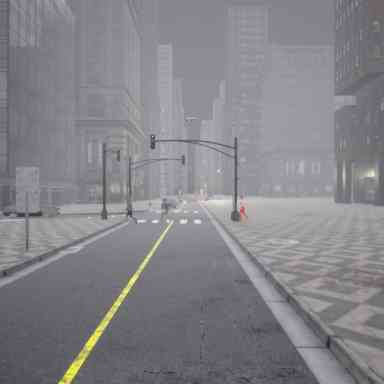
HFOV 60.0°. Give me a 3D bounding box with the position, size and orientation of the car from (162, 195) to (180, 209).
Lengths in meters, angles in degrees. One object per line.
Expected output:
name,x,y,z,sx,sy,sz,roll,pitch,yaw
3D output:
car,-3.095,1.523,45.967,1.837,1.490,4.892,0,0,0

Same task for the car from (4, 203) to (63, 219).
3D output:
car,-14.247,1.693,29.980,4.902,1.511,2.128,-1,0,0

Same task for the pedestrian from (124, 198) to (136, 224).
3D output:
pedestrian,-4.327,1.303,23.175,0.375,1.860,0.375,0,0,0

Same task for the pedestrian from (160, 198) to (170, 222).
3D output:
pedestrian,-1.974,1.303,24.404,0.375,1.860,0.375,0,0,0

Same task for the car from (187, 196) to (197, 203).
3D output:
car,-0.004,1.517,69.632,1.882,1.535,5.008,0,0,0

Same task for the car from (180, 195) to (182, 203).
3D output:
car,-3.088,1.551,55.432,1.812,1.442,4.674,0,0,0

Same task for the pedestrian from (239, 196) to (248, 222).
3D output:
pedestrian,3.592,1.150,23.775,0.375,1.860,0.375,0,0,0
